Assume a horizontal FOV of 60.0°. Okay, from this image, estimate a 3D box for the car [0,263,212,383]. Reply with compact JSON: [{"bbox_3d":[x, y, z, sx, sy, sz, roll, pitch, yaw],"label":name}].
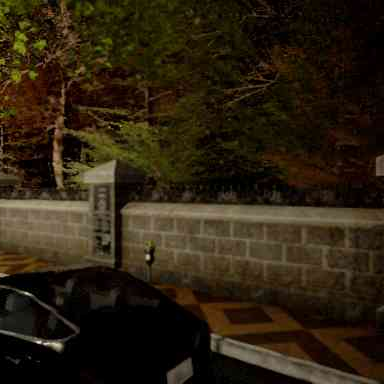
[{"bbox_3d":[-1.793,1.566,3.999,4.313,1.339,1.947,0,0,35],"label":"car"}]
